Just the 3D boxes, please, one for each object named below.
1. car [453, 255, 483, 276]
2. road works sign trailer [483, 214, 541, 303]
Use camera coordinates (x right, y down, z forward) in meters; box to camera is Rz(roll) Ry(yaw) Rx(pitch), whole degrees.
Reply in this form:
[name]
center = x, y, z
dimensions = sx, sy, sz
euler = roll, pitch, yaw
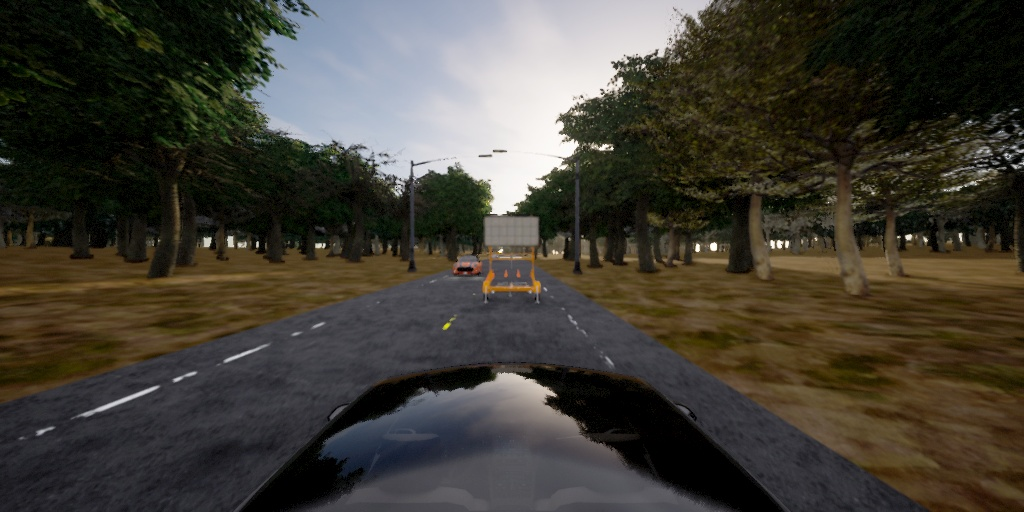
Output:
[car]
center = -3.582, 0.704, 29.720
dimensions = 2.097, 1.767, 4.553
euler = 0, 1, 0
[road works sign trailer]
center = -0.014, 0.018, 15.334
dimensions = 2.380, 3.560, 2.880
euler = 0, 0, 0
